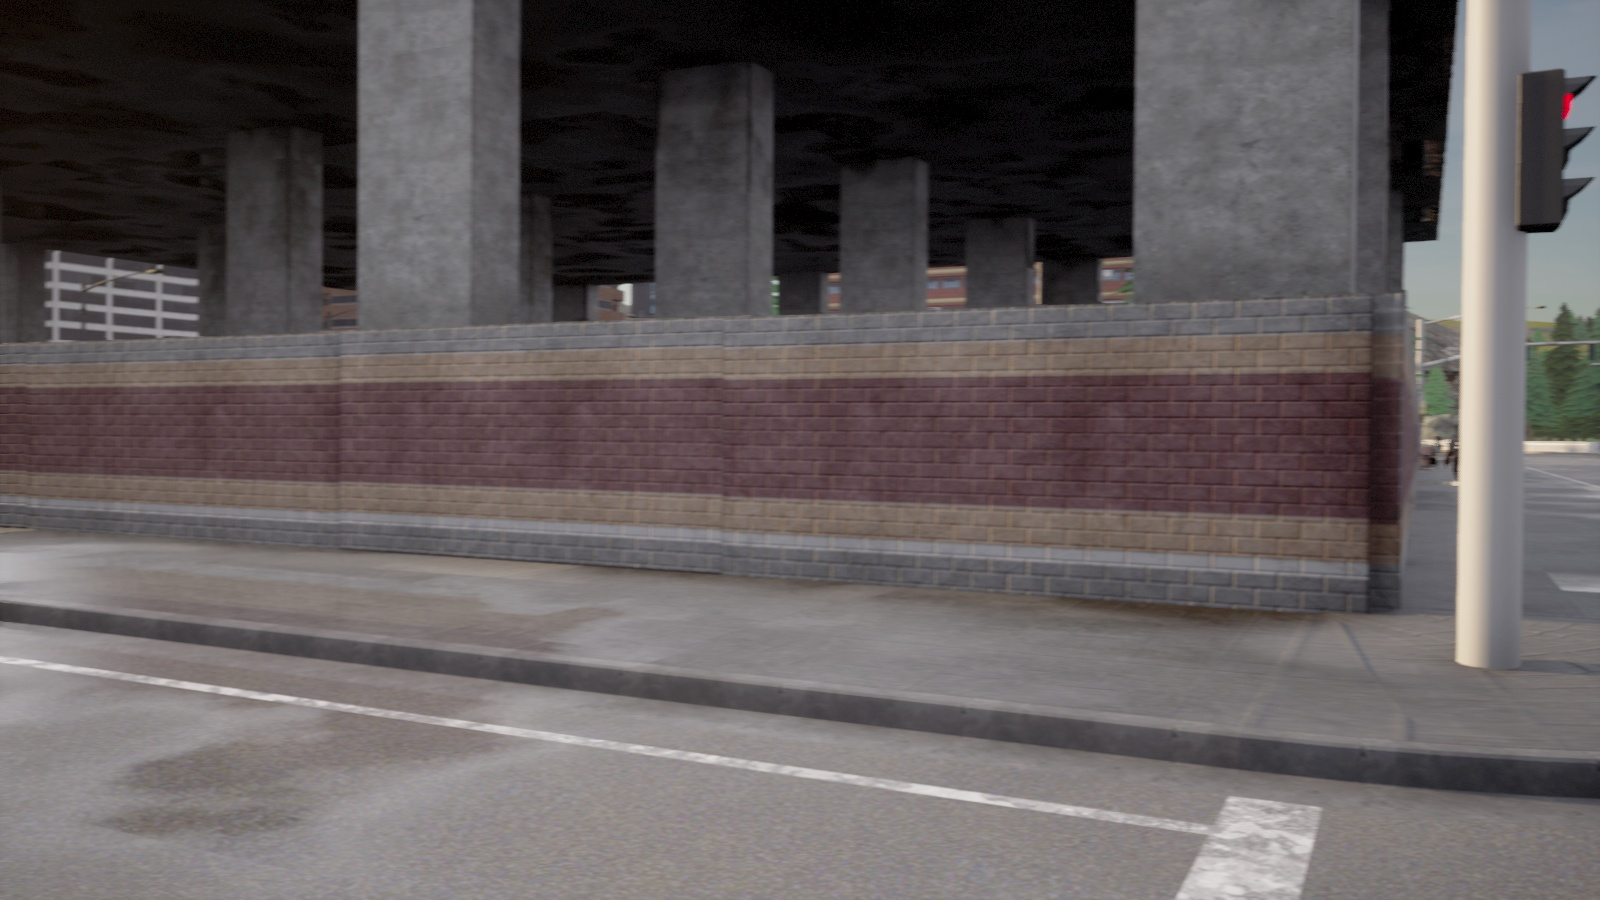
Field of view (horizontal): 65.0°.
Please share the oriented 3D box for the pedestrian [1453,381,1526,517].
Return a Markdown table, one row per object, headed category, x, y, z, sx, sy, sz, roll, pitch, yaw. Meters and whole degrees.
| category | x | y | z | sx | sy | sz | roll | pitch | yaw |
| --- | --- | --- | --- | --- | --- | --- | --- | --- | --- |
| pedestrian | 9.710 | -0.020 | 17.707 | 0.874 | 1.855 | 0.900 | 0 | 1 | 28 |
